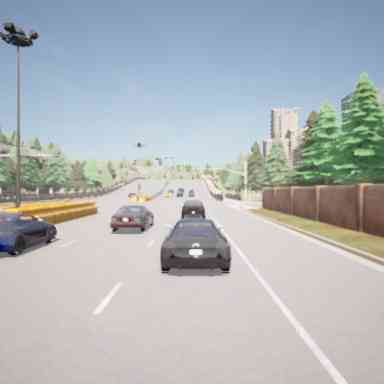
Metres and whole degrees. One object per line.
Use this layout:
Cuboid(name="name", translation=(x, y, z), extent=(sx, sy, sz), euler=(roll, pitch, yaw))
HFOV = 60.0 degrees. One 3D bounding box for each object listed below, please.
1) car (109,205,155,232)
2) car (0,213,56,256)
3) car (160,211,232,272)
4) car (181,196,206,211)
Cuboid(name="car", translation=(-3.401, 1.464, 19.662), extent=(2.033, 1.411, 5.357), euler=(0, 0, 1))
Cuboid(name="car", translation=(-6.899, 1.509, 12.846), extent=(1.994, 1.385, 4.181), euler=(0, 0, 0))
Cuboid(name="car", translation=(0.100, 1.518, 10.579), extent=(1.994, 1.385, 4.181), euler=(0, 0, 0))
Cuboid(name="car", translation=(0.101, 1.363, 27.304), extent=(1.882, 1.535, 5.008), euler=(0, 0, 0))
